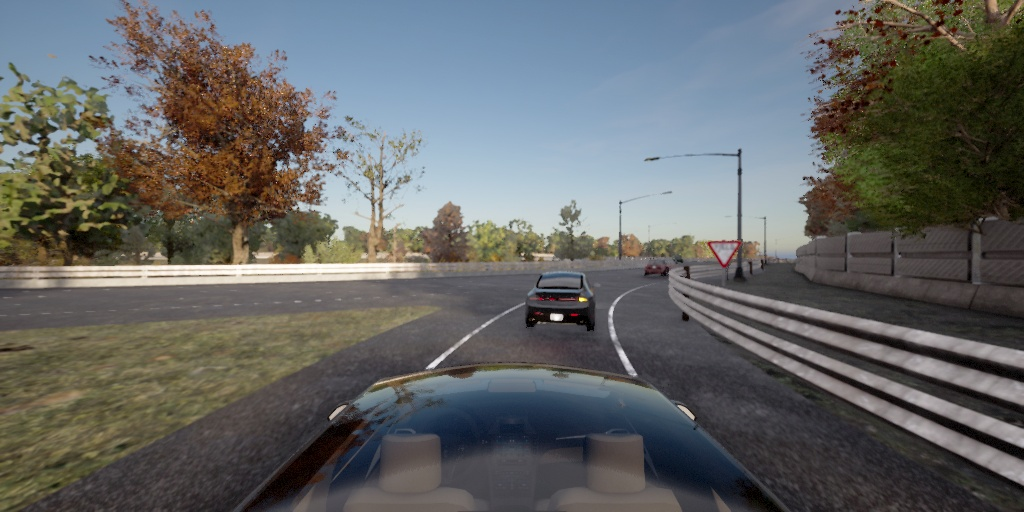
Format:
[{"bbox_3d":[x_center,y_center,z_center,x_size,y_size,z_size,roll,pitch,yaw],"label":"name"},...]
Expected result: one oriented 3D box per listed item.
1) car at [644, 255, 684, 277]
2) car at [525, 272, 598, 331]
[{"bbox_3d":[14.545,1.032,34.203,4.553,1.767,2.097,0,0,-43],"label":"car"},{"bbox_3d":[1.622,1.230,11.040,1.837,1.490,4.892,0,0,13],"label":"car"}]
